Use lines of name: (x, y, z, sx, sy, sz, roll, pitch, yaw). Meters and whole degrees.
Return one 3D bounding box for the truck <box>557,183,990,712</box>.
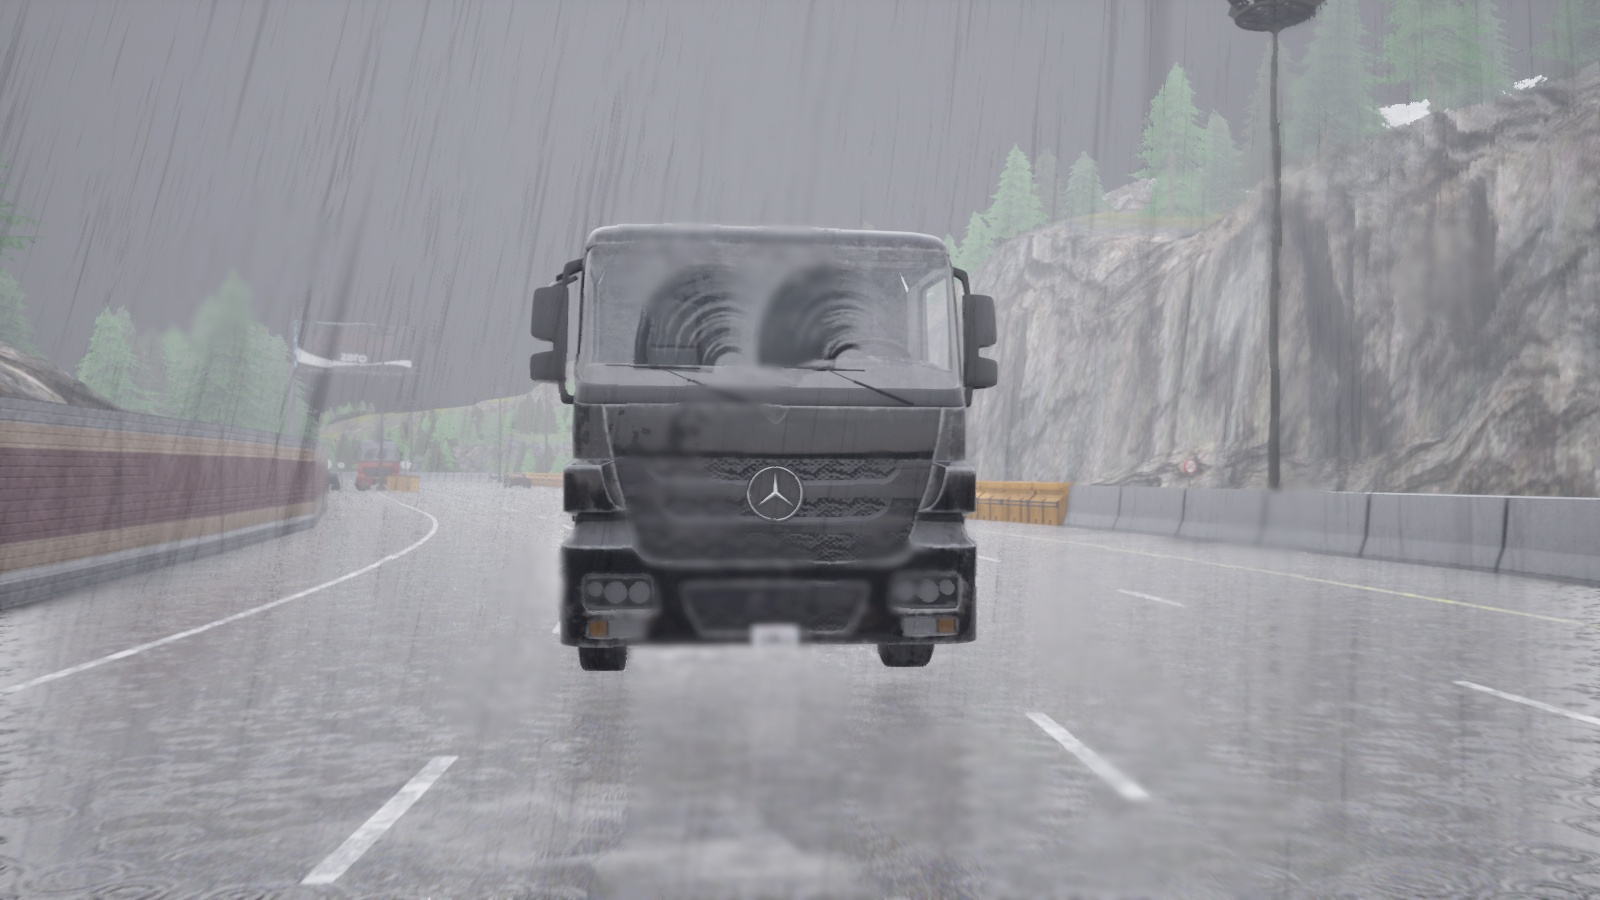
truck: (-0.584, 0.041, 12.324, 2.891, 3.462, 7.936, 0, -1, -6)
